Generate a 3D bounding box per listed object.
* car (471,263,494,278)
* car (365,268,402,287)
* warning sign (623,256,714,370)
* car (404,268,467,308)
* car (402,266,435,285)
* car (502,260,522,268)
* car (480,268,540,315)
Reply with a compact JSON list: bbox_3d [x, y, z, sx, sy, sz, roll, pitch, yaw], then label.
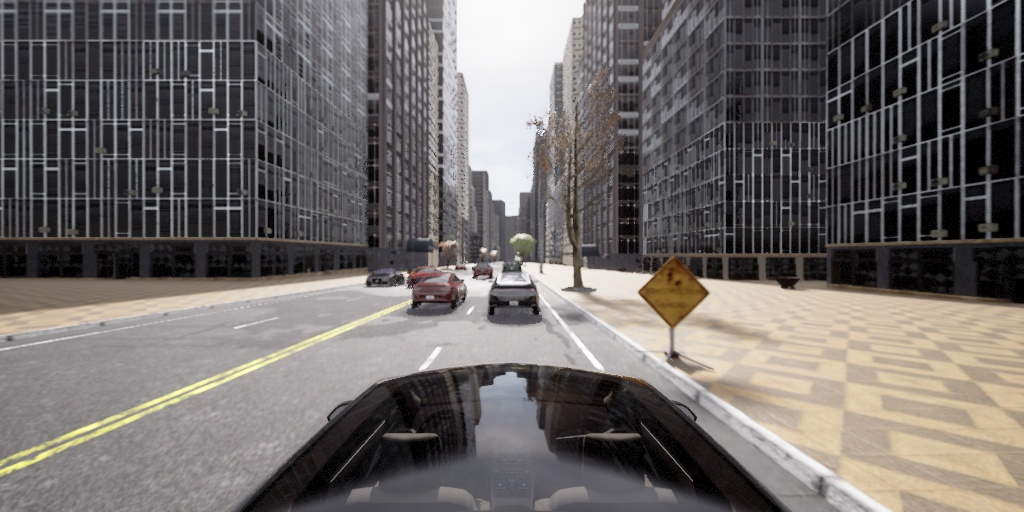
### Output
[{"bbox_3d":[-3.240,1.635,41.479,2.097,1.767,4.553,0,-1,0],"label":"car"},{"bbox_3d":[-9.907,1.674,28.274,1.994,1.385,4.181,0,-1,0],"label":"car"},{"bbox_3d":[2.844,0.926,6.386,1.300,1.860,1.060,0,0,0],"label":"warning sign"},{"bbox_3d":[-3.185,1.471,16.241,1.812,1.442,4.674,0,-1,0],"label":"car"},{"bbox_3d":[-6.656,1.579,27.742,1.882,1.535,5.008,0,-1,0],"label":"car"},{"bbox_3d":[0.012,1.498,40.968,2.150,2.045,5.566,0,-1,0],"label":"car"},{"bbox_3d":[0.066,1.415,14.601,2.128,1.511,4.902,0,-1,0],"label":"car"}]
